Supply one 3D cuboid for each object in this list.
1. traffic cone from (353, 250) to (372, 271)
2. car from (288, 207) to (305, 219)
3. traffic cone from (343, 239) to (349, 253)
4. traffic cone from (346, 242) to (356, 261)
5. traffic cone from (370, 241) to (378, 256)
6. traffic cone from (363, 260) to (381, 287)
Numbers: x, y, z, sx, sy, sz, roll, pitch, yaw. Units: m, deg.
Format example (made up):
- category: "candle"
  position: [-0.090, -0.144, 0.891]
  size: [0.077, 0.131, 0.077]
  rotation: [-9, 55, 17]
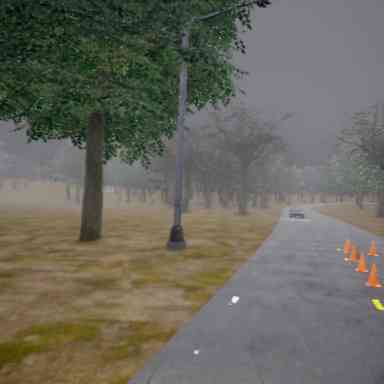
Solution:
- category: "traffic cone"
  position: [5.636, 2.310, 11.020]
  size: [0.340, 0.580, 0.340]
  rotation: [2, -1, 19]
- category: "car"
  position: [13.313, 2.621, 42.345]
  size: [2.033, 1.411, 5.357]
  rotation: [2, -1, 16]
- category: "traffic cone"
  position: [6.937, 2.407, 14.801]
  size: [0.340, 0.580, 0.340]
  rotation: [2, -1, 19]
- category: "traffic cone"
  position: [6.287, 2.358, 12.911]
  size: [0.340, 0.580, 0.340]
  rotation: [2, -1, 19]
- category: "traffic cone"
  position: [7.882, 2.444, 14.476]
  size: [0.340, 0.580, 0.340]
  rotation: [2, -1, 19]
- category: "traffic cone"
  position: [4.986, 2.262, 9.129]
  size: [0.340, 0.580, 0.340]
  rotation: [2, -1, 19]
